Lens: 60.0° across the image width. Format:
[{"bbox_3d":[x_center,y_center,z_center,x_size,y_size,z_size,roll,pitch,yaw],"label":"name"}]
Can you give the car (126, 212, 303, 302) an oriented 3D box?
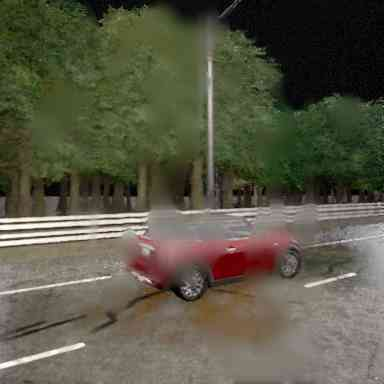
[{"bbox_3d":[0.750,1.338,8.473,4.553,1.767,2.097,0,0,-35],"label":"car"}]
